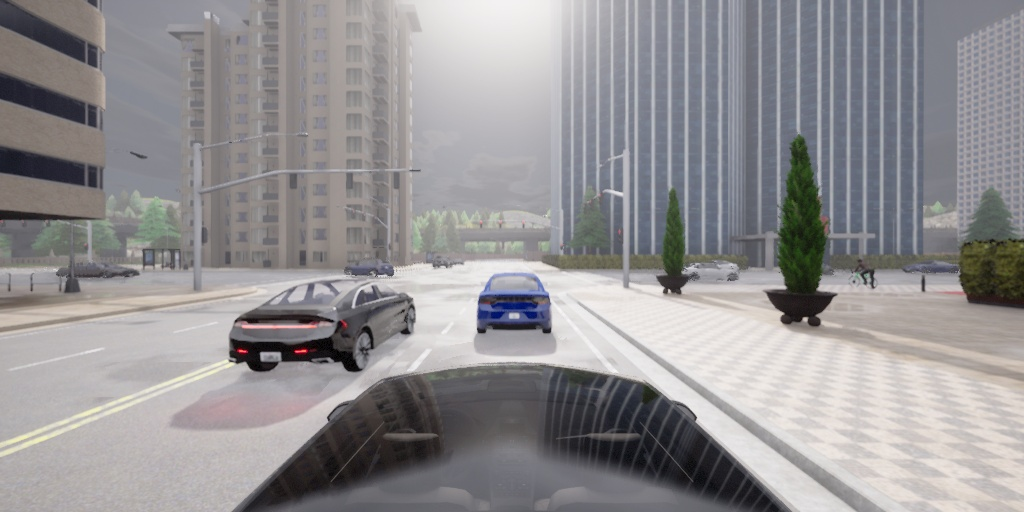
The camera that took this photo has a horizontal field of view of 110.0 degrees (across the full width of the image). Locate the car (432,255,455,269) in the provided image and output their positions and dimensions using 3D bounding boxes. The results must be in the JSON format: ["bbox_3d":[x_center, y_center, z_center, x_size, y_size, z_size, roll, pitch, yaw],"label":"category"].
[{"bbox_3d":[-10.627,0.863,54.883,2.150,2.045,5.566,0,0,0],"label":"car"}]

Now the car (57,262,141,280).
[{"bbox_3d":[-34.835,1.239,30.241,5.357,1.411,2.033,0,0,-1],"label":"car"}]

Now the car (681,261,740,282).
[{"bbox_3d":[14.746,1.224,27.332,4.674,1.442,1.812,0,0,-1],"label":"car"}]

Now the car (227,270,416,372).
[{"bbox_3d":[-3.449,1.230,7.574,2.128,1.511,4.902,0,0,0],"label":"car"}]

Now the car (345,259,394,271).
[{"bbox_3d":[-13.076,1.039,32.754,4.553,1.767,2.097,0,1,26],"label":"car"}]

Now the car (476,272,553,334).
[{"bbox_3d":[0.066,1.210,10.615,1.882,1.535,5.008,0,0,0],"label":"car"}]

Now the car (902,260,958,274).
[{"bbox_3d":[44.623,1.202,38.255,4.674,1.442,1.812,0,0,0],"label":"car"}]

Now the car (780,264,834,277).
[{"bbox_3d":[28.424,1.248,34.635,4.181,1.385,1.994,0,0,-1],"label":"car"}]

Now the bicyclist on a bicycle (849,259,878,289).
[{"bbox_3d":[19.623,1.014,20.056,0.582,1.620,1.656,0,0,-1],"label":"bicyclist on a bicycle"}]

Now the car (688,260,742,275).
[{"bbox_3d":[21.507,1.202,38.061,4.674,1.442,1.812,0,0,-1],"label":"car"}]
